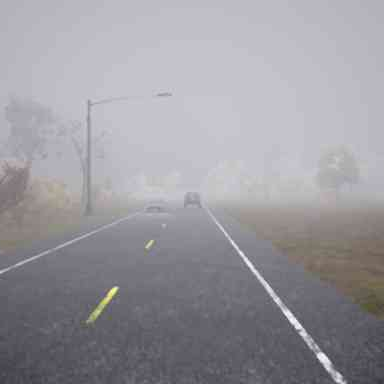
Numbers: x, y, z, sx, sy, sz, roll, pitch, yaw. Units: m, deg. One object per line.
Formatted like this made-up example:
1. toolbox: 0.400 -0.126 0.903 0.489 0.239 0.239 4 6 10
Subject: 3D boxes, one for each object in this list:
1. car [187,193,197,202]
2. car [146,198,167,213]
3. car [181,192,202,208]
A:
1. car: 0.060 1.076 63.274 1.882 1.535 5.008 0 0 0
2. car: -3.616 1.342 34.934 2.033 1.411 5.357 0 0 0
3. car: 0.073 0.958 43.689 2.150 2.045 5.566 0 0 0
